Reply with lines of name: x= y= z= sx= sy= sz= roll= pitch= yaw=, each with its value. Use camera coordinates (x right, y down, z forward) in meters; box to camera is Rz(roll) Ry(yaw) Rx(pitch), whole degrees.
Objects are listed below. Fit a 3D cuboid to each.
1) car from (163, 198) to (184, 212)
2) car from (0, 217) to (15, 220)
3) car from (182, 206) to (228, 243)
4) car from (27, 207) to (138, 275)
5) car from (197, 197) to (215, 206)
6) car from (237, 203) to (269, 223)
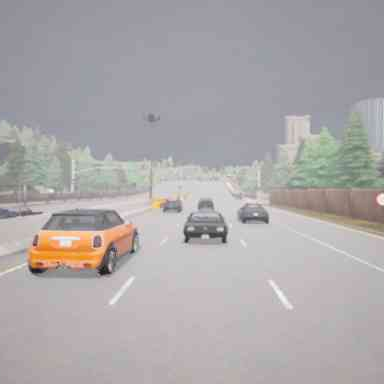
car: x=-1.999 y=1.346 z=36.177 sx=2.128 sy=1.511 sz=4.902 roll=1 pitch=0 yaw=2
car: x=-9.978 y=1.428 z=17.812 sx=1.895 sy=1.301 sz=4.718 roll=1 pitch=0 yaw=2
car: x=0.649 y=1.554 z=15.960 sx=1.895 sy=1.301 sz=4.718 roll=1 pitch=0 yaw=2
car: x=-3.064 y=1.283 z=10.386 sx=2.097 sy=1.767 sz=4.553 roll=1 pitch=0 yaw=2
car: x=1.623 y=1.389 z=39.035 sx=1.837 sy=1.490 sz=4.892 roll=1 pitch=0 yaw=2
car: x=4.541 y=1.529 z=25.145 sx=1.994 sy=1.385 sz=4.181 roll=1 pitch=0 yaw=2
